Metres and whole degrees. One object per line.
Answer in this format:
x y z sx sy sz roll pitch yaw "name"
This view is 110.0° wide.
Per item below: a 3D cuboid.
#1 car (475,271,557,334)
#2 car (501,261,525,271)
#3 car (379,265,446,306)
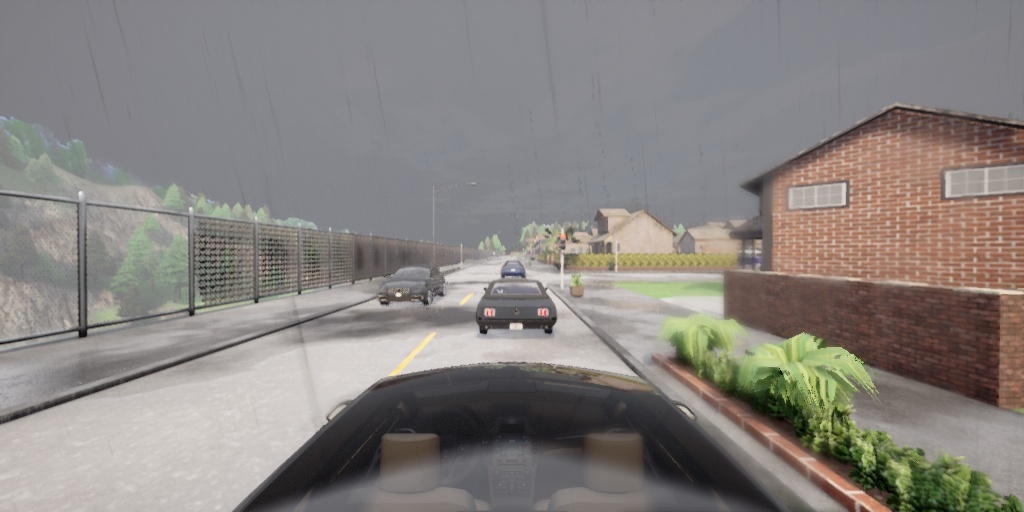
0.100 1.285 10.317 1.895 1.301 4.718 0 0 0 "car"
0.097 1.094 30.649 1.994 1.385 4.181 0 0 0 "car"
-4.027 1.155 15.191 1.837 1.490 4.892 0 0 0 "car"
